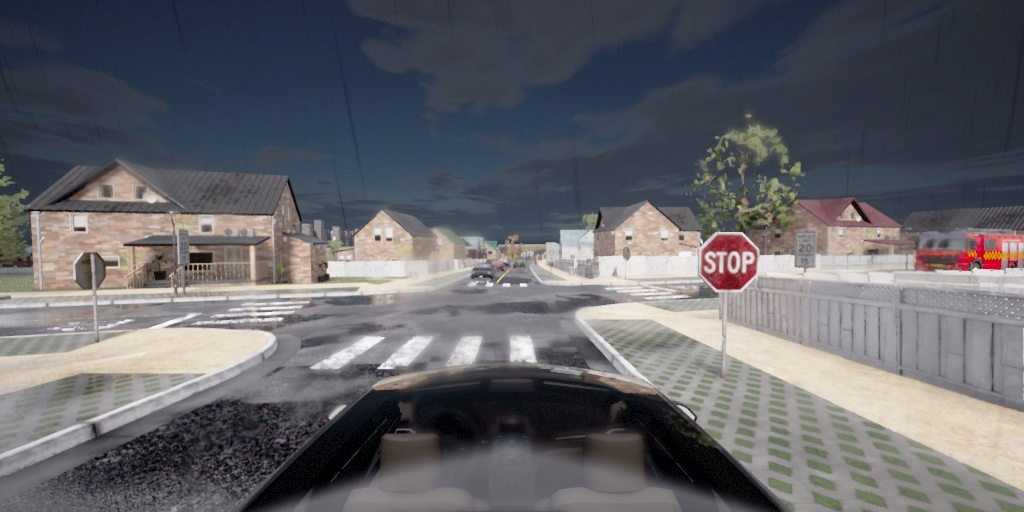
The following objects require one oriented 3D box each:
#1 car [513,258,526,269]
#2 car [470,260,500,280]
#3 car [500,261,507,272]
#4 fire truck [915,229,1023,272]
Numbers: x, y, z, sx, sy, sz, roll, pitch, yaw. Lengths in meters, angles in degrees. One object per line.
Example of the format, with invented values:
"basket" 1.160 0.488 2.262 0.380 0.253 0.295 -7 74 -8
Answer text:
"car" 1.332 1.288 63.215 2.097 1.767 4.553 0 0 3
"car" -2.486 1.325 32.113 2.033 1.411 5.357 0 0 1
"car" -2.038 1.319 48.512 1.882 1.535 5.008 0 0 2
"fire truck" 37.604 -0.271 29.455 8.468 3.827 2.891 0 2 -17
